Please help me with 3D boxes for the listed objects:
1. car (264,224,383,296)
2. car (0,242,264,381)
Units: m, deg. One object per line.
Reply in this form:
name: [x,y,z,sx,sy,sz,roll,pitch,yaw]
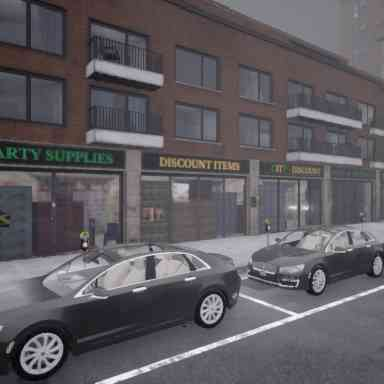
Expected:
car: [3.335,1.551,8.565,4.403,1.369,2.008,0,0,-35]
car: [-1.158,1.551,5.362,4.403,1.369,2.008,0,0,-35]
